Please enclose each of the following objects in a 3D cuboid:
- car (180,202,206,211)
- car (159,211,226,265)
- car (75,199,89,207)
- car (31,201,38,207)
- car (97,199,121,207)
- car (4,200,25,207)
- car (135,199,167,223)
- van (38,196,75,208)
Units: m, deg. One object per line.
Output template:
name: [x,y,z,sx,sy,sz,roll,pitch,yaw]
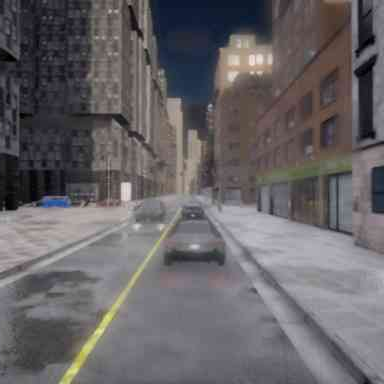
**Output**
car: [0.089,1.576,27.567,1.837,1.490,4.892,0,0,0]
car: [0.088,1.597,11.841,1.994,1.385,4.181,0,0,0]
car: [-20.123,1.871,57.978,4.313,1.339,1.947,0,0,0]
car: [-25.772,1.895,57.983,4.403,1.369,2.008,0,0,0]
car: [-14.474,1.847,57.973,4.206,1.307,1.802,0,0,0]
car: [-31.420,1.966,57.988,4.206,1.307,1.802,0,0,0]
car: [-3.096,1.419,26.040,2.097,1.767,4.553,0,0,0]
van: [-20.124,1.550,49.454,3.998,1.788,1.690,0,0,0]
